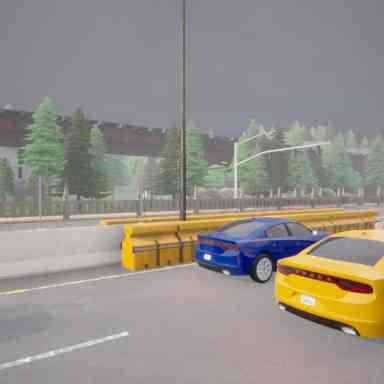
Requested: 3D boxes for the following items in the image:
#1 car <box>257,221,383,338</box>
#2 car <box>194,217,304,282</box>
[{"bbox_3d":[3.762,1.478,6.441,5.008,1.535,1.882,0,0,-35],"label":"car"},{"bbox_3d":[2.399,1.478,9.770,5.008,1.535,1.882,0,0,-36],"label":"car"}]
